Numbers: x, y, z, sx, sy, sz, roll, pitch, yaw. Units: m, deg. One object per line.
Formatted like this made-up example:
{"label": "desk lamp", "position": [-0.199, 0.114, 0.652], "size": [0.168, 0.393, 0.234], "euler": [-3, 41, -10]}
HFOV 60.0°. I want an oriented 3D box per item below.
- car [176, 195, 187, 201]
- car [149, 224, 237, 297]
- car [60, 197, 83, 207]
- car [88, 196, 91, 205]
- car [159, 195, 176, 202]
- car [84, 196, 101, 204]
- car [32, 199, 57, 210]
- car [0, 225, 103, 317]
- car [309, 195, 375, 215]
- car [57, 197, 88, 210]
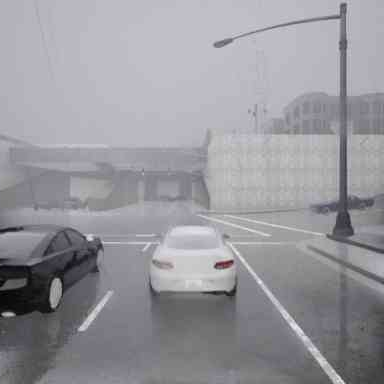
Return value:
{"label": "car", "position": [-2.860, 1.561, 83.847], "size": [1.994, 1.385, 4.181], "euler": [0, 0, 27]}
{"label": "car", "position": [0.017, 1.526, 8.451], "size": [1.812, 1.442, 4.674], "euler": [0, 0, 0]}
{"label": "car", "position": [-18.964, 1.510, 52.563], "size": [1.837, 1.490, 4.892], "euler": [0, 0, -2]}
{"label": "car", "position": [-15.438, 1.510, 51.768], "size": [1.837, 1.490, 4.892], "euler": [0, 0, -2]}
{"label": "car", "position": [-5.344, 1.560, 74.323], "size": [1.994, 1.385, 4.181], "euler": [0, 0, 5]}
{"label": "car", "position": [-19.302, 1.484, 64.908], "size": [1.882, 1.535, 5.008], "euler": [0, 0, -2]}
{"label": "car", "position": [-18.659, 1.552, 43.082], "size": [2.033, 1.411, 5.357], "euler": [0, 0, -2]}
{"label": "car", "position": [-3.476, 1.478, 7.611], "size": [1.882, 1.535, 5.008], "euler": [0, 0, 0]}
{"label": "car", "position": [12.053, 1.015, 27.095], "size": [4.718, 1.301, 1.895], "euler": [-6, 0, -1]}
{"label": "car", "position": [-15.138, 1.530, 42.518], "size": [1.812, 1.442, 4.674], "euler": [0, 0, -2]}
